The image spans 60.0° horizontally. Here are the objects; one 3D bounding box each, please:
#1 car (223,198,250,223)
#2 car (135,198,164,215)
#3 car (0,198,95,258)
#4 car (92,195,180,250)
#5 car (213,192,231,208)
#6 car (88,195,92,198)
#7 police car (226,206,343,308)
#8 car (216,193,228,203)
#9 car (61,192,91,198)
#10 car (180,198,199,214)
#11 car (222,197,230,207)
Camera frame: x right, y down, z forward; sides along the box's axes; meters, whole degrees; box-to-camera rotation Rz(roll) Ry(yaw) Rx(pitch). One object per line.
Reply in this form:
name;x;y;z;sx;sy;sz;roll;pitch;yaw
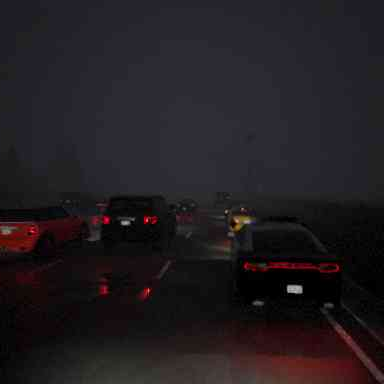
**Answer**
car;2.783;1.351;18.087;1.801;1.575;5.366;0;0;5
car;-3.993;1.331;31.979;1.812;1.442;4.674;0;0;5
car;-5.668;1.270;12.650;2.097;1.767;4.553;0;0;5
car;-2.034;1.135;14.038;2.150;2.045;5.566;0;0;5
car;3.976;0.963;44.010;2.150;2.045;5.566;0;0;5
car;-7.568;1.296;31.271;2.128;1.511;4.902;0;0;5
police car;1.913;1.379;8.045;1.930;1.638;5.238;0;0;5
car;5.223;1.011;58.409;2.097;1.767;4.553;0;0;5
car;-10.954;1.009;32.728;2.150;2.045;5.566;0;0;5
car;-0.464;1.334;32.165;1.812;1.442;4.674;0;0;5
car;3.284;1.367;23.876;1.837;1.490;4.892;0;0;5
